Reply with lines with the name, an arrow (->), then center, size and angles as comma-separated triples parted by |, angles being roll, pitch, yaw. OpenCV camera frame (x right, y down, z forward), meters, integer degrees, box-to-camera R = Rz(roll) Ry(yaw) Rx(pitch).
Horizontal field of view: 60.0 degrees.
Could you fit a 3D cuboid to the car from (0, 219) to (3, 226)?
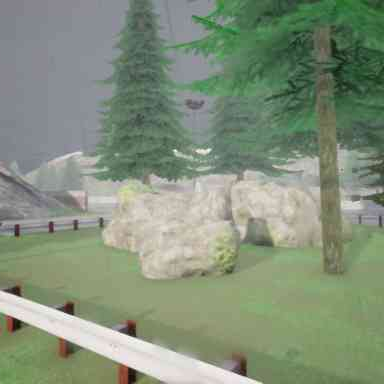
car -> -11.525, 1.354, 15.058 | 5.357, 1.411, 2.033 | 0, 0, 1
